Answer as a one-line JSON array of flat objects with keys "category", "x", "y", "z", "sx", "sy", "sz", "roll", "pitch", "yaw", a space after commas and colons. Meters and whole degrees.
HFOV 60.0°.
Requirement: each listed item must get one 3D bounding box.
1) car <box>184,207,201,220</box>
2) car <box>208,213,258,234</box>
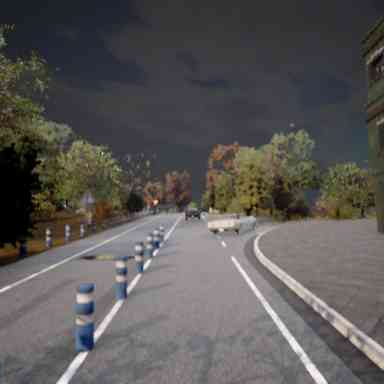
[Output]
[{"category": "car", "x": 0.082, "y": 2.701, "z": 42.034, "sx": 1.837, "sy": 1.490, "sz": 4.892, "roll": 0, "pitch": -1, "yaw": 0}, {"category": "car", "x": 2.939, "y": 2.106, "z": 22.672, "sx": 1.895, "sy": 1.301, "sz": 4.718, "roll": -6, "pitch": -4, "yaw": 29}]
